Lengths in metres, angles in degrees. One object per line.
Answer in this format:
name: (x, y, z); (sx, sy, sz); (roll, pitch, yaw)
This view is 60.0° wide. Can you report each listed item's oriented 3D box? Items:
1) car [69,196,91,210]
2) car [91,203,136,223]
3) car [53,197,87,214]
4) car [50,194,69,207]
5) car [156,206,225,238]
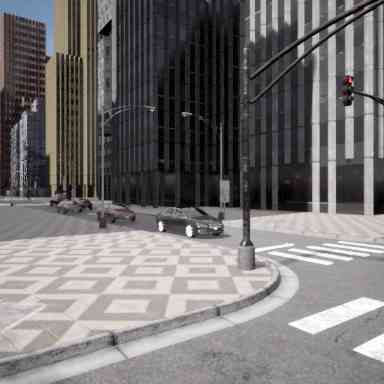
car: (-14.555, 1.625, 43.632); (1.837, 1.490, 4.892); (0, 0, -35)
car: (-6.112, 1.598, 26.364); (1.812, 1.442, 4.674); (0, 0, -35)
car: (-13.662, 1.635, 36.991); (1.812, 1.442, 4.674); (0, 0, -36)
car: (-20.628, 1.368, 52.084); (2.150, 2.045, 5.566); (0, 0, -35)
car: (-0.237, 1.546, 18.121); (1.837, 1.490, 4.892); (0, 0, -35)
